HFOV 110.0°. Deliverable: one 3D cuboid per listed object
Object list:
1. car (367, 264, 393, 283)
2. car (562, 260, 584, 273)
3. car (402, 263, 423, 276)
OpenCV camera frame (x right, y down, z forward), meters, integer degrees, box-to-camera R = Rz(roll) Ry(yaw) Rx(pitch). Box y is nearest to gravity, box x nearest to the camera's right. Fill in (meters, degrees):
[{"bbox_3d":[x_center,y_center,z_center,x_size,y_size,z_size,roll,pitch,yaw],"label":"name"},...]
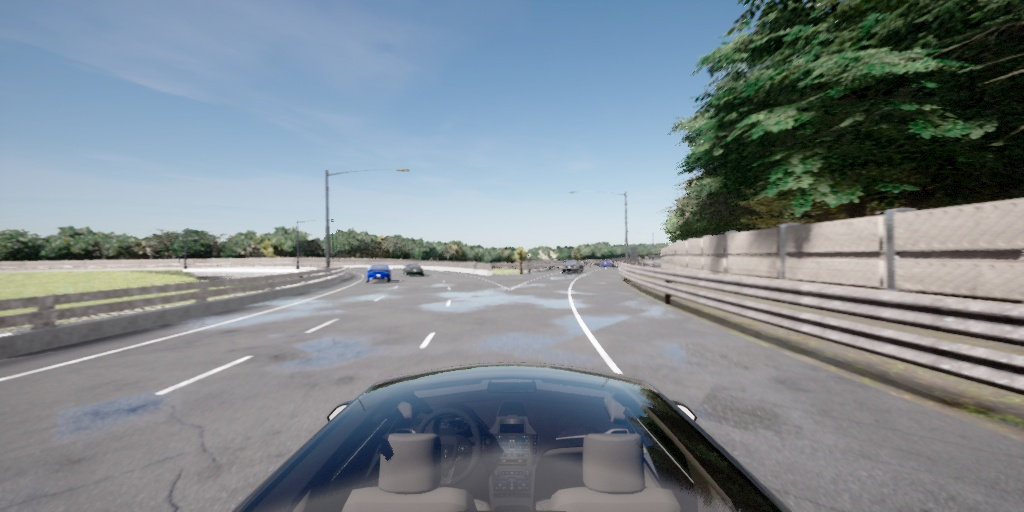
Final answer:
[{"bbox_3d":[-11.659,1.457,31.663,1.882,1.535,5.008,-1,0,-17],"label":"car"},{"bbox_3d":[6.960,1.211,40.753,2.033,1.411,5.357,-1,0,19],"label":"car"},{"bbox_3d":[-11.449,1.548,41.373,1.994,1.385,4.181,-1,0,-22],"label":"car"}]
